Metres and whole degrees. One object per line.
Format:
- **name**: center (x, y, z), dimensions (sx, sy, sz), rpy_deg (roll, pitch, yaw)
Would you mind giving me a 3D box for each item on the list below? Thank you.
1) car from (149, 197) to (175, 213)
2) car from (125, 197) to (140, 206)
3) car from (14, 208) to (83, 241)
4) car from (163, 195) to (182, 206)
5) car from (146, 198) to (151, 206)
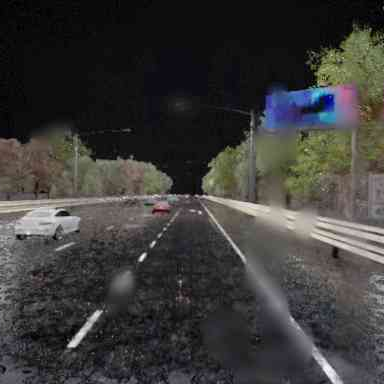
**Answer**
- **car**: center (-3.314, 1.629, 37.935), dimensions (1.994, 1.385, 4.181), rpy_deg (1, 0, 0)
- **car**: center (-10.212, 1.576, 56.999), dimensions (1.837, 1.490, 4.892), rpy_deg (1, 0, 0)
- **car**: center (-6.935, 1.504, 16.432), dimensions (1.812, 1.442, 4.674), rpy_deg (1, 0, 0)
- **car**: center (-3.217, 1.484, 56.772), dimensions (2.097, 1.767, 4.553), rpy_deg (1, 0, 0)
- **car**: center (-6.714, 1.665, 56.915), dimensions (1.994, 1.385, 4.181), rpy_deg (1, 0, 0)
